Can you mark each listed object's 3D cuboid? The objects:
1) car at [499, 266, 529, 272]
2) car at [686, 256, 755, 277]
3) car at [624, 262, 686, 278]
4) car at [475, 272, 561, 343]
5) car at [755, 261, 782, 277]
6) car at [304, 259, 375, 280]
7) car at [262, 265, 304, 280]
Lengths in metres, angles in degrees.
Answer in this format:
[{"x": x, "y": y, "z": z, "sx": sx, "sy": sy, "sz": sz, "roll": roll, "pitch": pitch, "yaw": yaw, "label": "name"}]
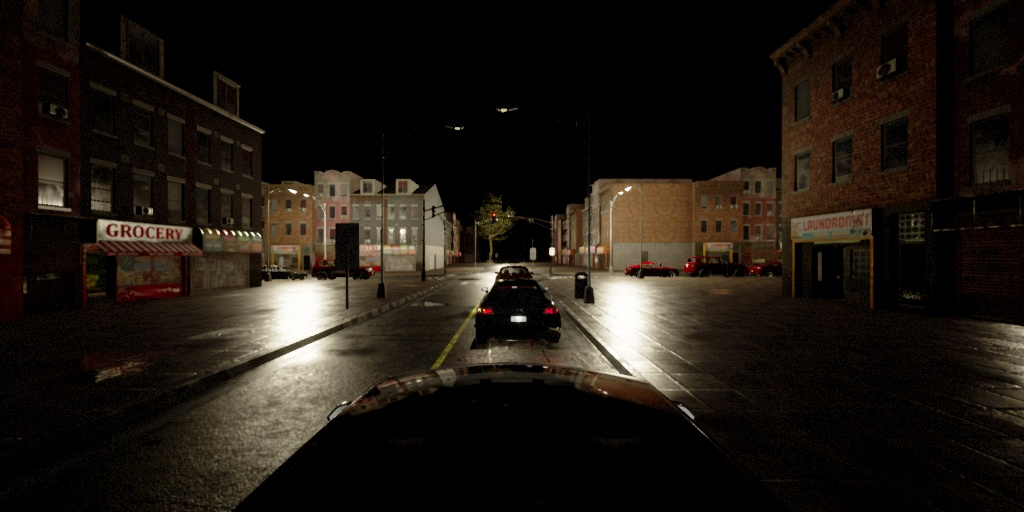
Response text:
[{"x": 0.106, "y": 1.230, "z": 18.612, "sx": 1.882, "sy": 1.535, "sz": 5.008, "roll": 0, "pitch": 0, "yaw": 0, "label": "car"}, {"x": 17.391, "y": 0.939, "z": 30.731, "sx": 5.009, "sy": 1.841, "sz": 2.192, "roll": 0, "pitch": 0, "yaw": 0, "label": "car"}, {"x": 11.957, "y": 1.208, "z": 30.723, "sx": 4.507, "sy": 1.381, "sz": 1.888, "roll": 0, "pitch": 0, "yaw": 0, "label": "car"}, {"x": 0.110, "y": 1.313, "z": 9.648, "sx": 1.994, "sy": 1.385, "sz": 4.181, "roll": 0, "pitch": 0, "yaw": -1, "label": "car"}, {"x": 22.825, "y": 1.132, "z": 30.739, "sx": 4.507, "sy": 1.381, "sz": 1.888, "roll": 0, "pitch": 0, "yaw": 0, "label": "car"}, {"x": -14.451, "y": 1.171, "z": 30.685, "sx": 5.009, "sy": 1.841, "sz": 2.192, "roll": 0, "pitch": 0, "yaw": 0, "label": "car"}, {"x": -19.877, "y": 1.464, "z": 30.677, "sx": 4.313, "sy": 1.339, "sz": 1.948, "roll": 0, "pitch": 0, "yaw": 0, "label": "car"}]
